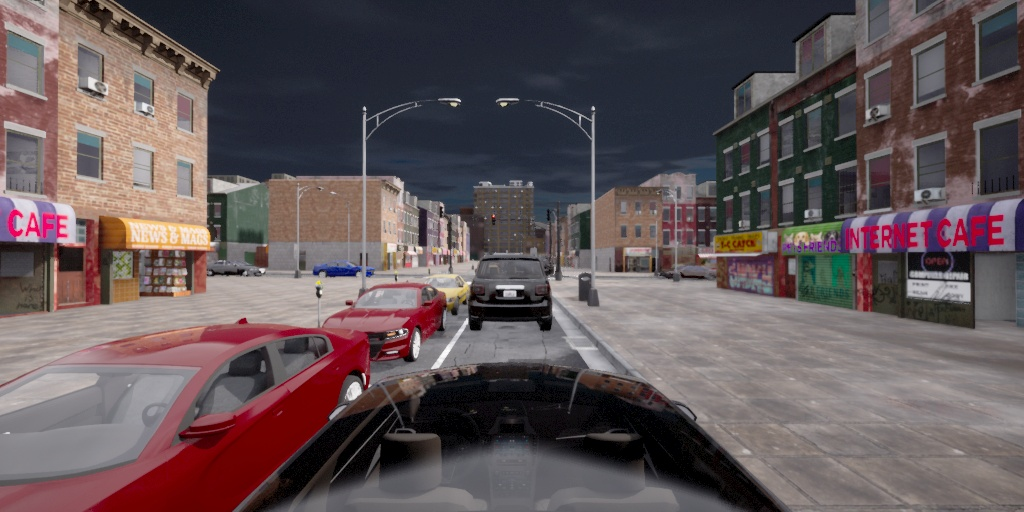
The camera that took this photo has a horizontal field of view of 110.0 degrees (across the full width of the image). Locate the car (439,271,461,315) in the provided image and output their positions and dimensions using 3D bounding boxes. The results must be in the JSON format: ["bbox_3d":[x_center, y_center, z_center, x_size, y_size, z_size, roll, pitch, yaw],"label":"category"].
[{"bbox_3d":[-2.626,1.281,13.559,1.751,1.417,4.829,0,0,0],"label":"car"}]

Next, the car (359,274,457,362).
[{"bbox_3d":[-2.631,1.297,8.235,1.888,1.381,4.507,0,0,0],"label":"car"}]

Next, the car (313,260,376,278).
[{"bbox_3d":[-14.357,1.152,30.828,5.008,1.535,1.882,0,0,-1],"label":"car"}]

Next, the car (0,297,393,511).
[{"bbox_3d":[-2.636,1.295,2.741,1.888,1.381,4.507,0,0,0],"label":"car"}]

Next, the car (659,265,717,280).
[{"bbox_3d":[16.825,1.546,33.911,5.357,1.411,2.033,1,0,0],"label":"car"}]

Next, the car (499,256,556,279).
[{"bbox_3d":[1.492,1.037,36.229,5.566,2.045,2.150,1,2,37],"label":"car"}]

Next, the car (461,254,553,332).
[{"bbox_3d":[-0.019,0.975,11.058,2.150,2.045,5.566,0,0,1],"label":"car"}]

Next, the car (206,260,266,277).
[{"bbox_3d":[-23.856,1.098,30.792,4.902,1.511,2.128,0,0,0],"label":"car"}]
